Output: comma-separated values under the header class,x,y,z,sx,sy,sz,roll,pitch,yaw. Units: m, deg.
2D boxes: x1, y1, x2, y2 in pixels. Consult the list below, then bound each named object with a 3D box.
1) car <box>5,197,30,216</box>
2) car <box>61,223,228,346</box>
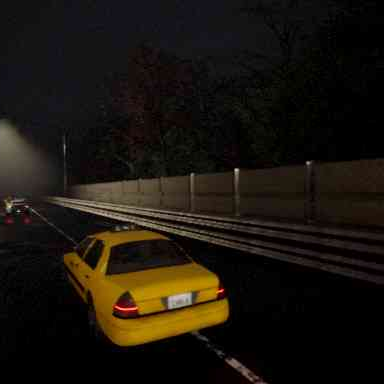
class,x,y,z,sx,sy,sz,roll,pitch,yaw
car,-16.826,1.485,32.199,1.812,1.442,4.674,-2,1,-28
car,-1.395,1.393,6.579,1.801,1.575,5.366,-2,1,-29
